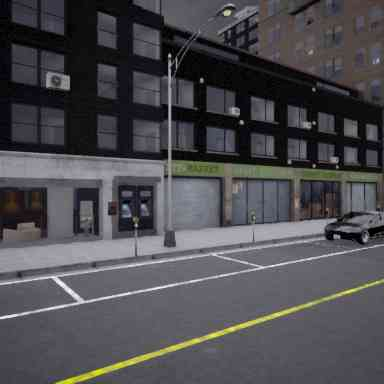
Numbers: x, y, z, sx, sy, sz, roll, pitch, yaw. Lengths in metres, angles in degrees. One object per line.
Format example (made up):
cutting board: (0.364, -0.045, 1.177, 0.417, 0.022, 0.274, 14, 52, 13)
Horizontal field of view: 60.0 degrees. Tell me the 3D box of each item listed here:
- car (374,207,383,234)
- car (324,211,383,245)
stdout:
car: (12.304, 1.525, 18.674, 4.829, 1.417, 1.752, 0, 0, -36)
car: (8.036, 1.566, 15.630, 4.313, 1.339, 1.947, 0, 0, -36)
